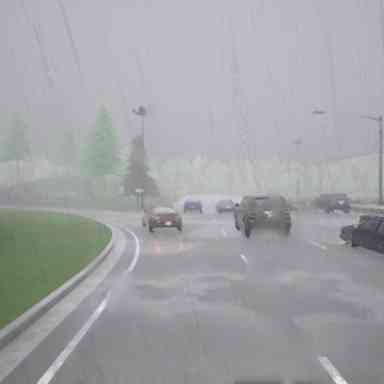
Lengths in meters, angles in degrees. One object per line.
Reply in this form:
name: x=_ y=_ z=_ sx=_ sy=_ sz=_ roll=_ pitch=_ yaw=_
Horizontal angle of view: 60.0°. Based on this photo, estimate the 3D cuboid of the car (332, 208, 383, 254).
car: x=7.102 y=1.521 z=11.505 sx=2.033 sy=1.411 sz=5.357 roll=0 pitch=0 yaw=0

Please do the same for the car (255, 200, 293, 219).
car: x=7.106 y=1.481 z=29.437 sx=2.033 sy=1.411 sz=5.357 roll=0 pitch=0 yaw=0

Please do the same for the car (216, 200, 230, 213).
car: x=3.607 y=1.484 z=35.439 sx=1.994 sy=1.385 sz=4.181 roll=0 pitch=0 yaw=0

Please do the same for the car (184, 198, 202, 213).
car: x=0.108 y=1.396 z=36.485 sx=1.882 sy=1.535 sz=5.008 roll=0 pitch=0 yaw=0

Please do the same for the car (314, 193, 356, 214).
car: x=14.108 y=1.144 z=34.074 sx=2.150 sy=2.045 sz=5.566 roll=0 pitch=0 yaw=0

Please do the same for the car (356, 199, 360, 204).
car: x=23.036 y=1.410 z=50.931 sx=4.674 sy=1.442 sz=1.812 roll=0 pitch=0 yaw=44

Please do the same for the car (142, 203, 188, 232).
car: x=-1.852 y=1.481 z=19.815 sx=1.812 sy=1.442 sz=4.674 roll=0 pitch=0 yaw=-15

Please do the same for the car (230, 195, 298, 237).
car: x=3.604 y=1.181 z=17.751 sx=2.150 sy=2.045 sz=5.566 roll=0 pitch=0 yaw=0

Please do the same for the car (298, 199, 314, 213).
car: x=10.607 y=1.413 z=34.882 sx=2.128 sy=1.511 sz=4.902 roll=0 pitch=0 yaw=0
